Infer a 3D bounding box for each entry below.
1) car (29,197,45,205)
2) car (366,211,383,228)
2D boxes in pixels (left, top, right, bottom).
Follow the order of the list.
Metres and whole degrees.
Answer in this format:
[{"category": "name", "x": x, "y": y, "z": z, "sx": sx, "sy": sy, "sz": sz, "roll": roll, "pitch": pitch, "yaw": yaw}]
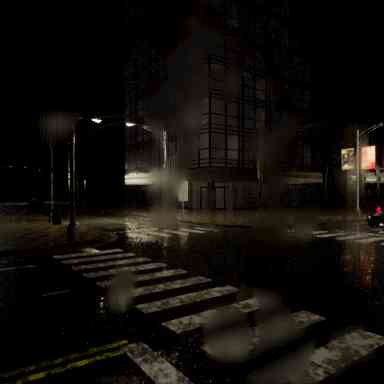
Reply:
[{"category": "car", "x": -28.678, "y": 1.689, "z": 61.458, "sx": 2.033, "sy": 1.411, "sz": 5.357, "roll": 0, "pitch": 0, "yaw": -36}, {"category": "car", "x": 12.949, "y": 1.604, "z": 20.809, "sx": 4.718, "sy": 1.301, "sz": 1.895, "roll": 0, "pitch": 0, "yaw": -35}]
